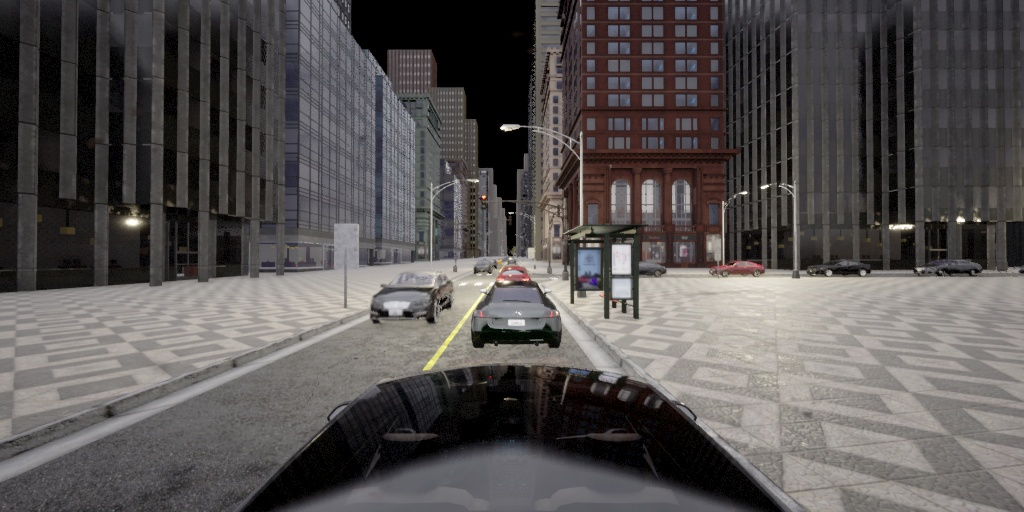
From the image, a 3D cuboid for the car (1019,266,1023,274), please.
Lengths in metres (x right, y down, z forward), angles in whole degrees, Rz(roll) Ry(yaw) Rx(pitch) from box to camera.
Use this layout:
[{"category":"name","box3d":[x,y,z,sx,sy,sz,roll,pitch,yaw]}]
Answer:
[{"category":"car","box3d":[46.119,1.084,29.999,5.357,1.411,2.033,0,-1,0]}]

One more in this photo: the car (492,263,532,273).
[{"category":"car","box3d":[0.112,1.269,19.078,1.812,1.442,4.674,0,0,1]}]

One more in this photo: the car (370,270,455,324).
[{"category":"car","box3d":[-3.102,1.241,12.000,2.128,1.511,4.902,0,0,0]}]

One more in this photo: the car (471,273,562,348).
[{"category":"car","box3d":[0.096,1.314,9.243,1.994,1.385,4.181,0,0,0]}]

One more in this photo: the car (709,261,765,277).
[{"category":"car","box3d":[20.797,1.194,33.208,4.674,1.442,1.812,0,-1,0]}]

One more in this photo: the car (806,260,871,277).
[{"category":"car","box3d":[30.155,1.112,33.194,5.008,1.535,1.882,0,-1,0]}]

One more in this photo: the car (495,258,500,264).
[{"category":"car","box3d":[-3.112,1.154,52.611,1.882,1.535,5.008,0,1,0]}]

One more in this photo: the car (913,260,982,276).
[{"category":"car","box3d":[40.191,1.086,33.158,4.902,1.511,2.128,0,-1,1]}]

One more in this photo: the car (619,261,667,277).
[{"category":"car","box3d":[11.861,1.225,33.210,4.674,1.442,1.812,0,-1,-2]}]

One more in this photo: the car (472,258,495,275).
[{"category":"car","box3d":[-3.112,1.213,38.873,1.837,1.490,4.892,0,0,0]}]
